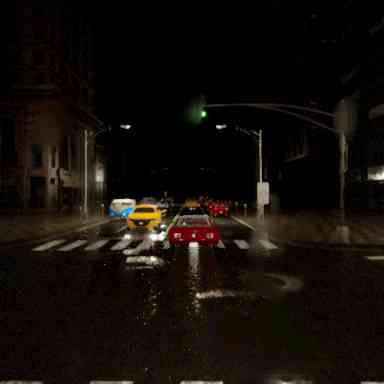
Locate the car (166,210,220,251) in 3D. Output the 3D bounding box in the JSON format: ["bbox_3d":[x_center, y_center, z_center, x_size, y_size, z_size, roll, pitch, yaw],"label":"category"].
[{"bbox_3d":[0.069,1.679,14.484,1.895,1.301,4.718,0,-1,0],"label":"car"}]

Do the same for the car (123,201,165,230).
[{"bbox_3d":[-3.111,1.622,22.408,1.882,1.535,5.008,0,0,-1],"label":"car"}]

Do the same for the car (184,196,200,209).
[{"bbox_3d":[-0.044,1.831,52.875,1.882,1.535,5.008,0,0,0],"label":"car"}]

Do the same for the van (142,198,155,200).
[{"bbox_3d":[-5.814,1.637,44.644,1.690,1.788,3.998,0,0,0],"label":"van"}]

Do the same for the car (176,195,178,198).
[{"bbox_3d":[-5.848,1.960,94.367,2.192,1.841,5.009,0,0,0],"label":"car"}]

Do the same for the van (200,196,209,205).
[{"bbox_3d":[2.707,1.831,72.261,1.690,1.788,3.998,0,0,0],"label":"van"}]

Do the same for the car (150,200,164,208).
[{"bbox_3d":[-5.821,1.955,55.692,1.802,1.307,4.206,0,0,0],"label":"car"}]

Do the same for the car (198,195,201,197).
[{"bbox_3d":[2.713,1.766,66.736,2.192,1.841,5.009,0,0,0],"label":"car"}]

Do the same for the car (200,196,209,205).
[{"bbox_3d":[2.720,1.957,61.209,1.887,1.381,4.507,0,0,0],"label":"car"}]

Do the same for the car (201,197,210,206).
[{"bbox_3d":[2.731,1.861,50.328,1.752,1.417,4.829,0,0,0],"label":"car"}]

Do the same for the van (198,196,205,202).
[{"bbox_3d":[2.684,1.986,94.361,1.690,1.788,3.998,0,0,0],"label":"van"}]

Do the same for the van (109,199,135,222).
[{"bbox_3d":[-5.803,1.523,28.070,1.690,1.788,3.998,0,0,0],"label":"van"}]

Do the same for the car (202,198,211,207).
[{"bbox_3d":[2.737,1.841,44.633,1.887,1.381,4.507,0,0,0],"label":"car"}]

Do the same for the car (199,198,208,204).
[{"bbox_3d":[2.702,2.079,77.785,2.008,1.369,4.403,0,0,0],"label":"car"}]

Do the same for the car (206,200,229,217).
[{"bbox_3d":[2.749,1.764,33.582,1.887,1.381,4.507,0,0,0],"label":"car"}]

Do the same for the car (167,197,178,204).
[{"bbox_3d":[-3.119,1.786,42.428,1.837,1.490,4.892,0,0,0],"label":"car"}]

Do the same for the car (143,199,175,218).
[{"bbox_3d":[-3.123,1.702,32.295,2.128,1.511,4.902,0,0,0],"label":"car"}]

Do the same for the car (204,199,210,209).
[{"bbox_3d":[2.743,1.802,39.107,1.887,1.381,4.507,0,0,0],"label":"car"}]

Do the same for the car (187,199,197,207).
[{"bbox_3d":[-0.052,2.028,63.323,1.895,1.301,4.718,0,0,0],"label":"car"}]
